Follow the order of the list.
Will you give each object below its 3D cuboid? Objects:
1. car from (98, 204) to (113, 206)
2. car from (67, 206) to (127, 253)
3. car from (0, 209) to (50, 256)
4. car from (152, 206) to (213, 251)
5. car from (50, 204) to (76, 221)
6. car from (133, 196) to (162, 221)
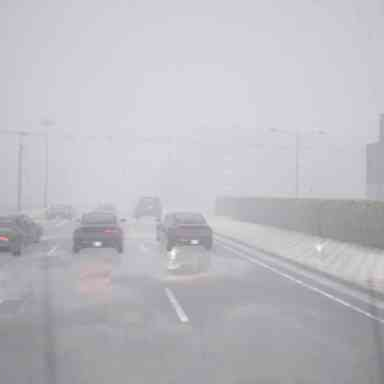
[{"bbox_3d":[-7.408,1.673,28.591,1.994,1.385,4.181,1,0,-14],"label":"car"},{"bbox_3d":[-3.858,1.558,13.995,1.837,1.490,4.892,1,0,-13],"label":"car"},{"bbox_3d":[-7.189,1.545,12.861,2.033,1.411,5.357,1,0,-14],"label":"car"},{"bbox_3d":[-0.455,1.610,14.809,1.837,1.490,4.892,1,0,-13],"label":"car"},{"bbox_3d":[-10.765,1.658,27.588,1.895,1.301,4.718,1,0,-14],"label":"car"},{"bbox_3d":[-3.944,1.376,29.186,2.150,2.045,5.566,1,0,-14],"label":"car"}]
